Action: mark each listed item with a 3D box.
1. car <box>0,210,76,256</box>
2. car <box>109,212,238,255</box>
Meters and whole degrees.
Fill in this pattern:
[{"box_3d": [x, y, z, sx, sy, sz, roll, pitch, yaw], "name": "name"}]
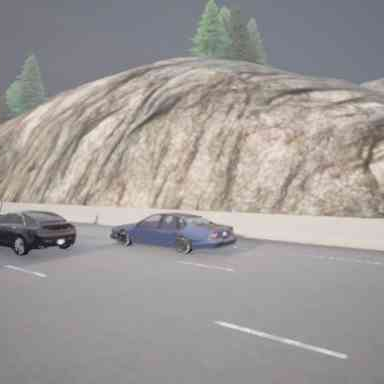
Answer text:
[{"box_3d": [-6.520, 1.464, 12.953, 4.892, 1.490, 1.837, 0, 0, 36], "name": "car"}, {"box_3d": [-0.885, 1.522, 13.229, 5.357, 1.411, 2.033, 0, 0, 36], "name": "car"}]
